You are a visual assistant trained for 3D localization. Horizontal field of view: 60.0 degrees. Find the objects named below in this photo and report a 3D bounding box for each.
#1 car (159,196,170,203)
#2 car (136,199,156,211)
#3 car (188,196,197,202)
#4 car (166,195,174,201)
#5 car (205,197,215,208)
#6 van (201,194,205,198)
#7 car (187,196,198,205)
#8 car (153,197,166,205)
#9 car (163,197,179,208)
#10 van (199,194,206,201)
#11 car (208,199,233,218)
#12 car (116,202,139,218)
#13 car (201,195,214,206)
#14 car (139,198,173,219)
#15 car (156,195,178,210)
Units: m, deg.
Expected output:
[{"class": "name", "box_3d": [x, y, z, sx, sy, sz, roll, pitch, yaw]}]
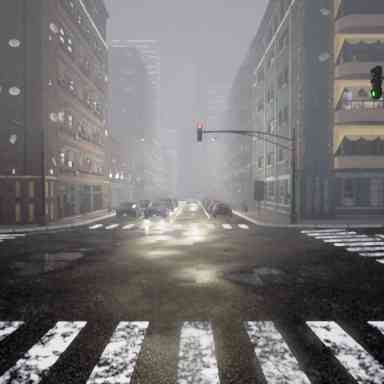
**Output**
[{"class": "car", "box_3d": [-5.653, 1.595, 68.959, 1.802, 1.307, 4.206, 0, 0, 0]}, {"class": "car", "box_3d": [-5.670, 1.566, 41.341, 1.947, 1.339, 4.313, 0, 0, 0]}, {"class": "car", "box_3d": [0.045, 1.441, 69.770, 1.895, 1.301, 4.718, 0, 0, 0]}, {"class": "car", "box_3d": [-5.643, 1.550, 85.359, 1.752, 1.417, 4.829, 0, 0, 0]}, {"class": "car", "box_3d": [2.707, 1.565, 35.800, 1.947, 1.339, 4.313, 0, 0, 0]}, {"class": "van", "box_3d": [2.716, 1.346, 52.370, 1.690, 1.788, 3.998, 0, 0, 0]}, {"class": "car", "box_3d": [0.038, 1.534, 59.734, 1.812, 1.442, 4.674, 0, 0, 0]}, {"class": "car", "box_3d": [-5.660, 1.552, 57.912, 1.887, 1.381, 4.507, 0, 0, 0]}, {"class": "car", "box_3d": [-3.055, 1.496, 50.362, 2.128, 1.511, 4.902, 0, 0, 0]}, {"class": "van", "box_3d": [2.736, 1.366, 85.512, 1.690, 1.788, 3.998, -1, 0, 0]}, {"class": "car", "box_3d": [2.704, 1.580, 30.277, 1.802, 1.307, 4.206, 0, 0, 0]}, {"class": "car", "box_3d": [-5.677, 1.564, 30.294, 1.947, 1.339, 4.313, 0, 0, 0]}, {"class": "car", "box_3d": [2.714, 1.547, 46.847, 1.887, 1.381, 4.507, 0, 0, 0]}, {"class": "car", "box_3d": [-3.082, 1.545, 29.800, 2.033, 1.411, 5.357, 0, 0, 0]}, {"class": "car", "box_3d": [-3.072, 1.505, 39.918, 1.837, 1.490, 4.892, 0, 0, 0]}]
